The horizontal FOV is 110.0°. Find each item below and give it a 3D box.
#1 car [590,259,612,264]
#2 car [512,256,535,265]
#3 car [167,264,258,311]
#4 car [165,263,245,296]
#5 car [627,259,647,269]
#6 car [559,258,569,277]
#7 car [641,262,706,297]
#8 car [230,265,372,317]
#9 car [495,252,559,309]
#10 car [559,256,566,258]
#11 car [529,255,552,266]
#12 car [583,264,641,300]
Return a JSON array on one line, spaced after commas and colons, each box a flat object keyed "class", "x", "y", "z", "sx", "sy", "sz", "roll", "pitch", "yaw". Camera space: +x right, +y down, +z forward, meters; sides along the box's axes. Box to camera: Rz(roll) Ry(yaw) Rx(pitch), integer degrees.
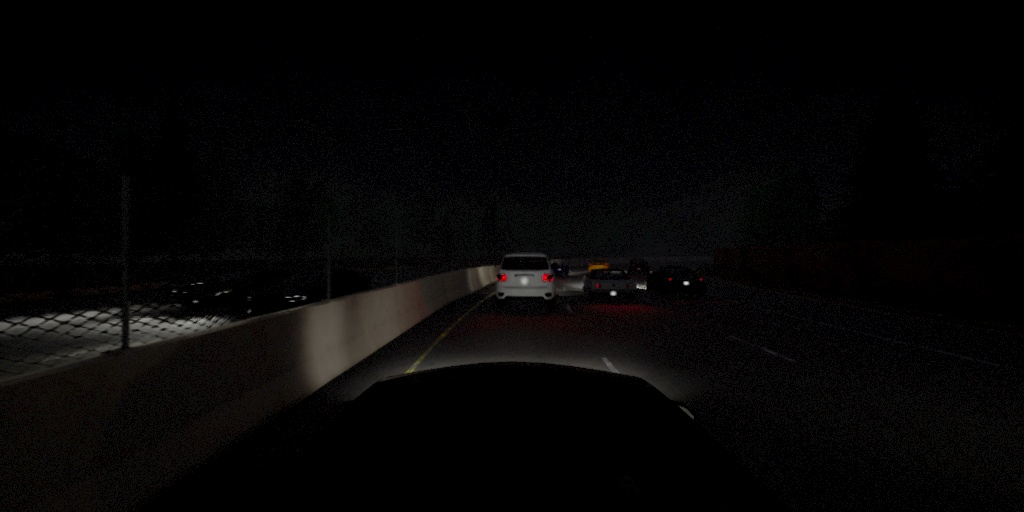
[{"class": "car", "x": 8.553, "y": 0.983, "z": 34.711, "sx": 1.882, "sy": 1.535, "sz": 5.008, "roll": 0, "pitch": 0, "yaw": 18}, {"class": "car", "x": 2.100, "y": 0.796, "z": 62.453, "sx": 1.837, "sy": 1.490, "sz": 4.892, "roll": 0, "pitch": 0, "yaw": 32}, {"class": "car", "x": -10.103, "y": 1.178, "z": 13.986, "sx": 1.812, "sy": 1.442, "sz": 4.674, "roll": 0, "pitch": 0, "yaw": 5}, {"class": "car", "x": -13.349, "y": 1.119, "z": 16.921, "sx": 2.128, "sy": 1.511, "sz": 4.902, "roll": 0, "pitch": 0, "yaw": 7}, {"class": "car", "x": 12.237, "y": 0.985, "z": 34.668, "sx": 1.882, "sy": 1.535, "sz": 5.008, "roll": 0, "pitch": 0, "yaw": 19}, {"class": "car", "x": 3.936, "y": 1.126, "z": 31.758, "sx": 1.895, "sy": 1.301, "sz": 4.718, "roll": 0, "pitch": 0, "yaw": 16}, {"class": "car", "x": 8.203, "y": 1.193, "z": 18.283, "sx": 1.994, "sy": 1.385, "sz": 4.181, "roll": 0, "pitch": 0, "yaw": 8}, {"class": "car", "x": -6.723, "y": 1.143, "z": 12.481, "sx": 1.882, "sy": 1.535, "sz": 5.008, "roll": 0, "pitch": 0, "yaw": 4}, {"class": "car", "x": 0.663, "y": 0.874, "z": 14.606, "sx": 2.150, "sy": 2.045, "sz": 5.566, "roll": 0, "pitch": 0, "yaw": 5}, {"class": "car", "x": 7.581, "y": 0.807, "z": 57.966, "sx": 1.882, "sy": 1.535, "sz": 5.008, "roll": 0, "pitch": 1, "yaw": 31}, {"class": "car", "x": 4.847, "y": 0.663, "z": 60.203, "sx": 2.097, "sy": 1.767, "sz": 4.553, "roll": 0, "pitch": 1, "yaw": 31}, {"class": "car", "x": 4.434, "y": 1.238, "z": 16.942, "sx": 1.895, "sy": 1.301, "sz": 4.718, "roll": 0, "pitch": 0, "yaw": 7}]
